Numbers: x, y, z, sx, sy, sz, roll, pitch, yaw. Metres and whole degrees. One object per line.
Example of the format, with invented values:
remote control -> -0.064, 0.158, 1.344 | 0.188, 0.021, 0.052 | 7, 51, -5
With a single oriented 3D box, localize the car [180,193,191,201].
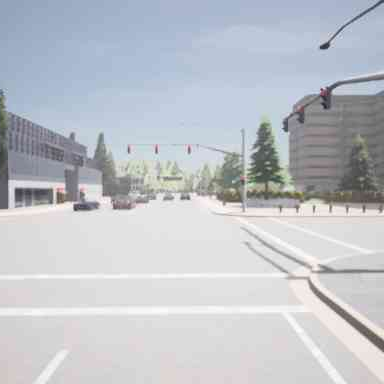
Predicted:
car -> -1.334, 0.929, 67.768 | 2.097, 1.767, 4.553 | 0, 0, -1

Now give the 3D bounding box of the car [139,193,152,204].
car -> -8.151, 1.232, 53.579 | 1.994, 1.385, 4.181 | 0, 0, -1

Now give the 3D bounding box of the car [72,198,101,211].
car -> -11.370, 1.377, 36.087 | 1.895, 1.301, 4.718 | 0, 0, -1

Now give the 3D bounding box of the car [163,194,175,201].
car -> -4.823, 1.129, 67.112 | 2.033, 1.411, 5.357 | 0, 0, -1

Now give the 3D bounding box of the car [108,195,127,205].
car -> -11.635, 1.183, 52.276 | 1.837, 1.490, 4.892 | 0, 0, -1

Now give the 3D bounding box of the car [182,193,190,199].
car -> -1.507, 0.953, 77.775 | 1.812, 1.442, 4.674 | 0, 0, -1

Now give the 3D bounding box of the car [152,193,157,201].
car -> -8.364, 0.969, 69.430 | 1.882, 1.535, 5.008 | 0, 0, -1

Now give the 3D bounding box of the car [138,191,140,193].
car -> -11.839, 0.813, 67.930 | 2.150, 2.045, 5.566 | 0, 0, -1

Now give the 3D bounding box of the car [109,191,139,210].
car -> -7.920, 1.109, 39.171 | 2.097, 1.767, 4.553 | 0, 0, -1

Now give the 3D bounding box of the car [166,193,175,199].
car -> -5.007, 1.025, 77.747 | 1.895, 1.301, 4.718 | 0, 0, -1
